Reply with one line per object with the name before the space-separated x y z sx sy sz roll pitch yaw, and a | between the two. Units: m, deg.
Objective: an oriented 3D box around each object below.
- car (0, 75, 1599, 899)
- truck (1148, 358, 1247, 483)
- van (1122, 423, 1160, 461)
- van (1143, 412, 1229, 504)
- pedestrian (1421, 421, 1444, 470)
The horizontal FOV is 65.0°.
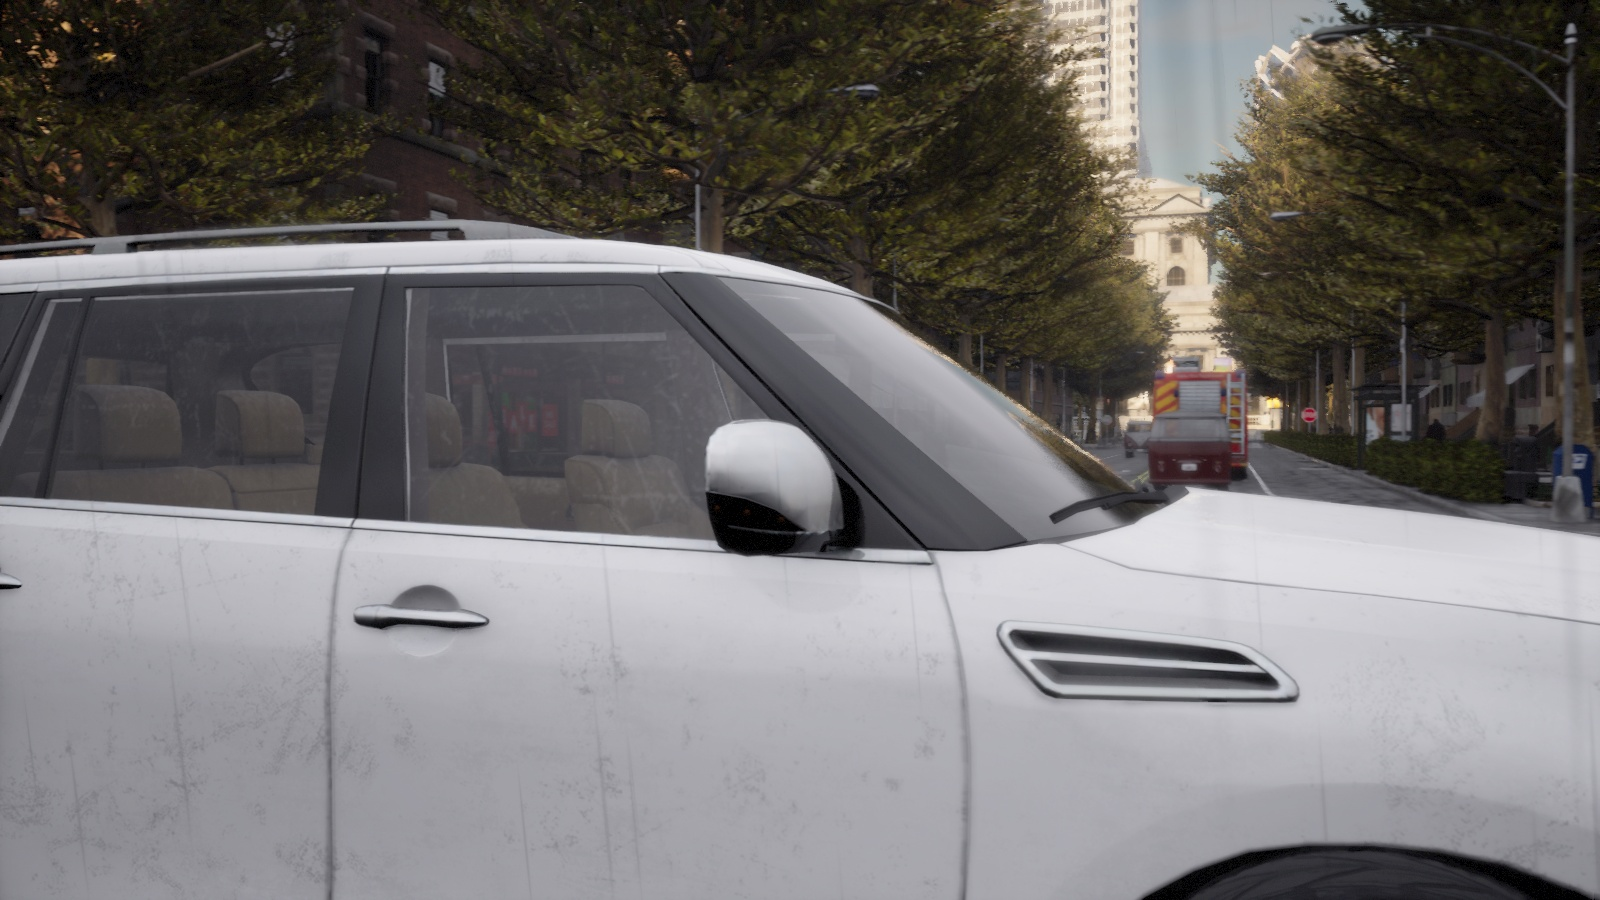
car | -0.500 0.489 3.349 5.566 2.045 2.150 1 1 19
truck | 13.704 -0.975 43.040 2.891 3.827 8.468 1 1 19
van | 18.722 -0.452 68.847 1.775 1.987 4.442 1 1 19
van | 9.161 0.140 29.617 1.775 1.987 4.442 1 1 19
pedestrian | 23.919 -0.183 47.484 0.634 1.844 0.899 1 1 19
